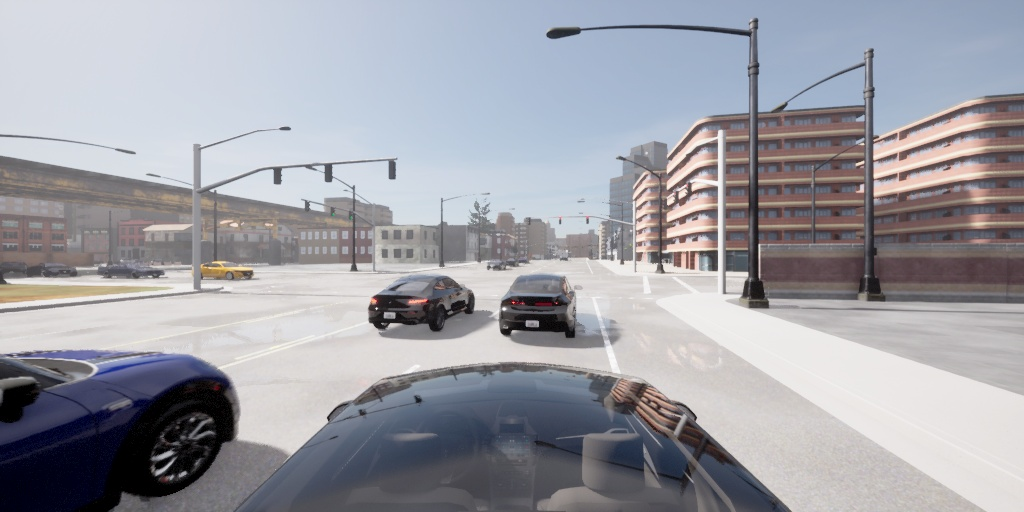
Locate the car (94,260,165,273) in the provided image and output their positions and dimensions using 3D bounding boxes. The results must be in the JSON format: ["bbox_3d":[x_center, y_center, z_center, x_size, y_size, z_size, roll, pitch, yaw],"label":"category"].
[{"bbox_3d":[-34.267,1.297,32.211,5.357,1.411,2.033,0,0,9],"label":"car"}]

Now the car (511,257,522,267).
[{"bbox_3d":[-0.104,0.944,58.126,1.882,1.535,5.008,0,1,11],"label":"car"}]

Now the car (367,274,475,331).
[{"bbox_3d":[-2.540,1.276,10.953,1.812,1.442,4.674,0,0,11],"label":"car"}]

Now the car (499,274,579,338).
[{"bbox_3d":[0.906,1.255,10.314,1.837,1.490,4.892,0,0,11],"label":"car"}]

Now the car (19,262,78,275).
[{"bbox_3d":[-43.986,1.314,34.241,4.181,1.385,1.994,0,0,15],"label":"car"}]

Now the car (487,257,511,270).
[{"bbox_3d":[-2.047,1.106,48.090,2.128,1.511,4.902,0,1,11],"label":"car"}]

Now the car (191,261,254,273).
[{"bbox_3d":[-24.608,1.228,30.581,5.008,1.535,1.882,0,0,10],"label":"car"}]

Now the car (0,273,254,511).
[{"bbox_3d":[-3.916,1.101,1.749,2.097,1.767,4.553,0,0,5],"label":"car"}]
